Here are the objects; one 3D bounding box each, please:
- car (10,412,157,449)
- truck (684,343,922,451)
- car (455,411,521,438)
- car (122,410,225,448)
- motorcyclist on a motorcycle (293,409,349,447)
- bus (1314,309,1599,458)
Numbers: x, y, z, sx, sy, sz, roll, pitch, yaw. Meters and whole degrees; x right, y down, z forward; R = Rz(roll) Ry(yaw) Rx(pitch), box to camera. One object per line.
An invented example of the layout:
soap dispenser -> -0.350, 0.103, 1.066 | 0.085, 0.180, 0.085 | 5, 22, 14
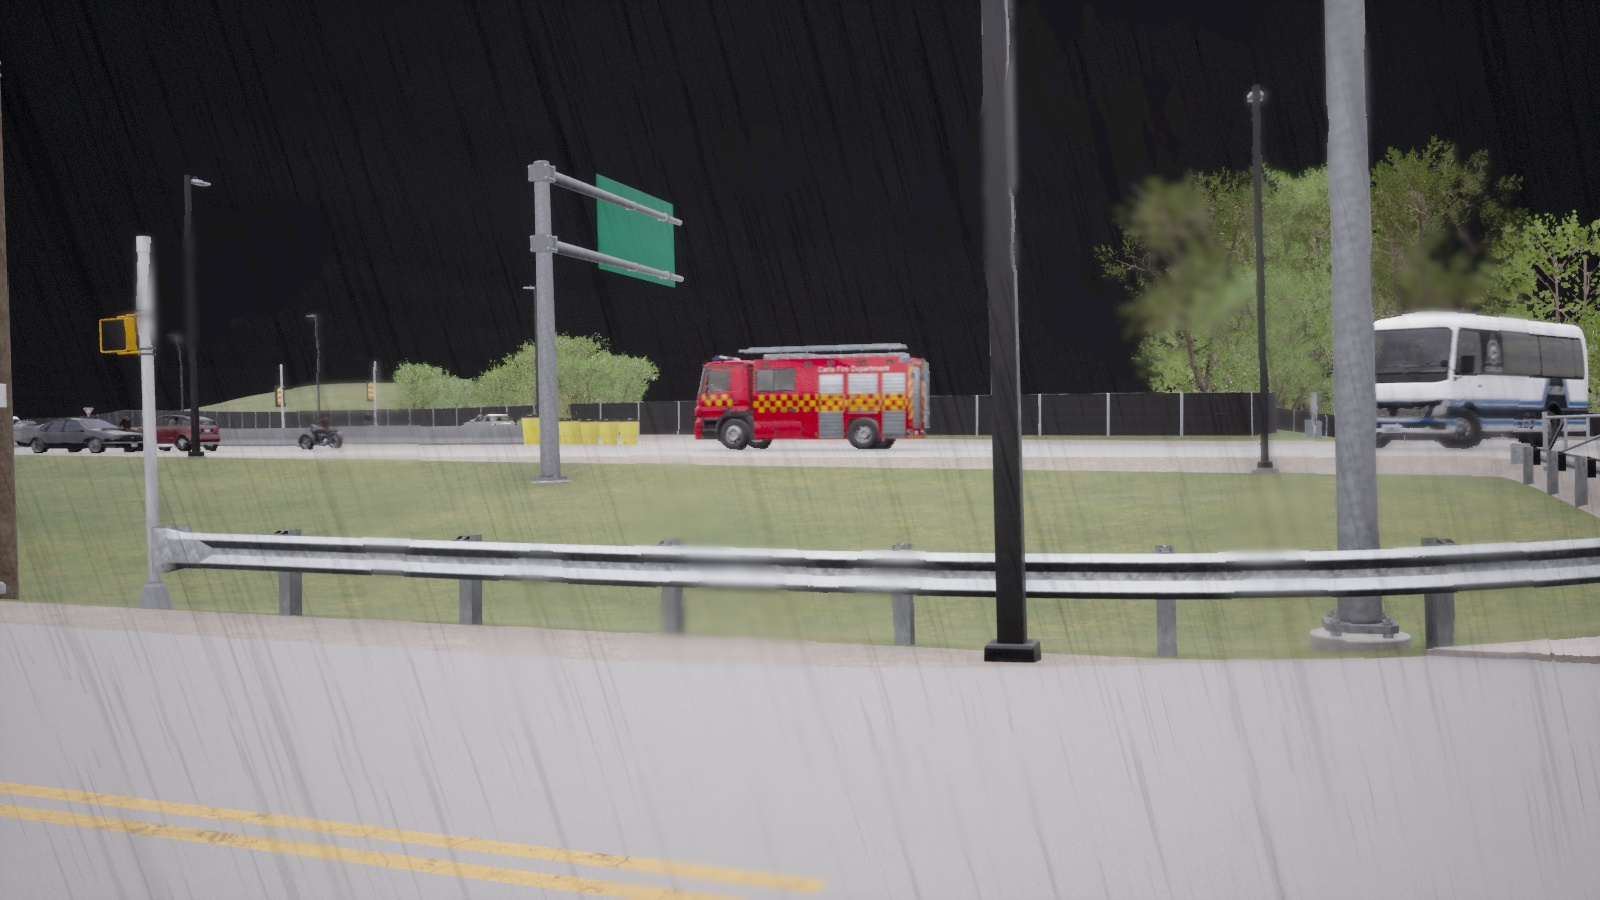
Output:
car -> -28.471, -0.782, 49.892 | 5.357, 1.411, 2.033 | 0, 1, 19
truck -> 0.113, -1.923, 47.234 | 8.468, 3.827, 2.891 | 0, 1, 19
car -> -17.985, -1.495, 72.361 | 3.806, 1.475, 1.970 | 2, 2, 44
car -> -26.379, -0.892, 52.865 | 3.705, 1.549, 1.789 | 0, 1, 19
motorcyclist on a motorcycle -> -20.842, -0.941, 54.626 | 2.350, 1.649, 0.766 | 0, 1, 19
bus -> 21.336, -2.002, 40.509 | 10.273, 4.253, 3.944 | -1, 2, -36
